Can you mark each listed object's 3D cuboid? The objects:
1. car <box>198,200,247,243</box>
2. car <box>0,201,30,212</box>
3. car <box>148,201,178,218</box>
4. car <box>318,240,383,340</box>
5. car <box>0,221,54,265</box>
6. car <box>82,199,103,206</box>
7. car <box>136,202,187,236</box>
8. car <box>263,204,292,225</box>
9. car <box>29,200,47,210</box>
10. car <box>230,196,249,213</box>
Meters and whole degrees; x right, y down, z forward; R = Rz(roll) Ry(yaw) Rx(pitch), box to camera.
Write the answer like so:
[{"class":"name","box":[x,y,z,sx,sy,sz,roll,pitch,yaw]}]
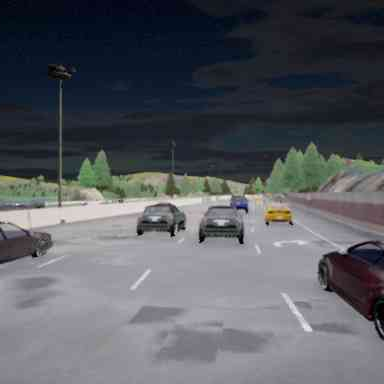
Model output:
[{"class":"car","box":[1.585,1.457,17.041,2.097,1.767,4.553,0,0,8]},{"class":"car","box":[-15.013,1.626,25.428,1.837,1.490,4.892,0,0,10]},{"class":"car","box":[-2.794,1.715,32.878,1.812,1.442,4.674,0,0,10]},{"class":"car","box":[3.948,1.610,6.416,1.994,1.385,4.181,0,0,4]},{"class":"car","box":[-6.334,1.595,10.120,2.033,1.411,5.357,0,0,5]},{"class":"car","box":[-16.537,1.822,55.556,1.812,1.442,4.674,0,-1,11]},{"class":"car","box":[-1.611,1.463,19.246,2.097,1.767,4.553,0,0,9]},{"class":"car","box":[6.618,1.645,25.921,1.882,1.535,5.008,0,0,10]},{"class":"car","box":[-21.948,1.792,45.834,1.994,1.385,4.181,0,0,11]},{"class":"car","box":[5.794,1.476,40.918,2.150,2.045,5.566,0,0,10]}]
